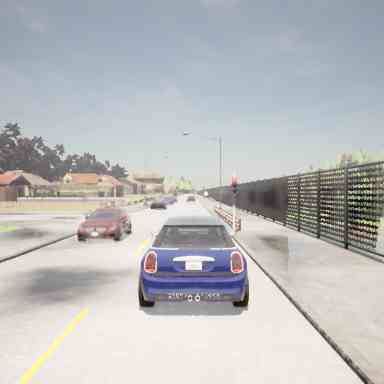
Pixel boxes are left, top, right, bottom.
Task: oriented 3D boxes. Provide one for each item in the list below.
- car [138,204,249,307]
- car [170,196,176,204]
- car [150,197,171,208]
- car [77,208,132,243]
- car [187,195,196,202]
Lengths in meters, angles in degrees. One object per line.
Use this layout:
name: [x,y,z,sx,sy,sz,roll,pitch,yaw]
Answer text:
car: [0.038,1.352,8.138,2.097,1.767,4.553,0,0,0]
car: [-4.182,1.525,57.966,1.812,1.442,4.674,0,0,-1]
car: [-4.177,1.601,42.449,1.895,1.301,4.718,0,0,0]
car: [-4.117,1.525,16.372,1.812,1.442,4.674,0,0,0]
car: [-0.138,1.524,76.338,1.812,1.442,4.674,0,0,0]
